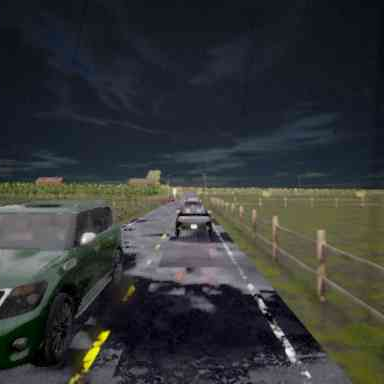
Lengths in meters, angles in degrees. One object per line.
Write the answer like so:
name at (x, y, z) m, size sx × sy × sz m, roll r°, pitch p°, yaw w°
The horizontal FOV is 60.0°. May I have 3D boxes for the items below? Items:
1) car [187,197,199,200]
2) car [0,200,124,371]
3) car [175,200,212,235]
car at (0.092, 1.368, 38.578) m, size 1.882 × 1.535 × 5.008 m, roll 0°, pitch 0°, yaw 0°
car at (-2.752, 1.205, 6.122) m, size 2.150 × 2.045 × 5.566 m, roll 0°, pitch 0°, yaw 0°
car at (0.095, 1.441, 18.350) m, size 2.128 × 1.511 × 4.902 m, roll 0°, pitch 0°, yaw 0°
